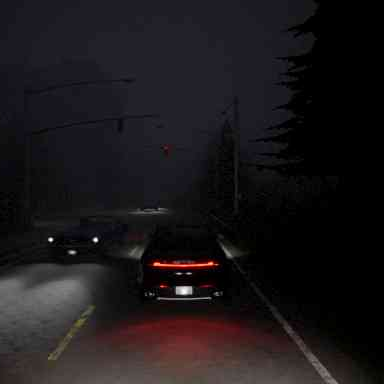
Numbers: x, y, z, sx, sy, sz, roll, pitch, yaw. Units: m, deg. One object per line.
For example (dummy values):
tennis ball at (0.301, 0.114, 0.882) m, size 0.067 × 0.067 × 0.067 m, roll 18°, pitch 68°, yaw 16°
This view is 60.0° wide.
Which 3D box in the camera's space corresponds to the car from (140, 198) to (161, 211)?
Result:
car at (-5.137, 1.526, 40.655) m, size 1.812 × 1.442 × 4.674 m, roll 0°, pitch 0°, yaw -3°

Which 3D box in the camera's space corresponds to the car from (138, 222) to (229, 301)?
car at (-0.218, 1.505, 8.343) m, size 1.837 × 1.490 × 4.892 m, roll 0°, pitch 0°, yaw -2°

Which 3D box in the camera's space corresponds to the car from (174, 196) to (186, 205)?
car at (-2.195, 1.477, 59.464) m, size 1.882 × 1.535 × 5.008 m, roll 0°, pitch 0°, yaw -2°

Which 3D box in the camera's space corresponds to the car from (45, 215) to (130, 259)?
car at (-3.739, 1.601, 12.704) m, size 1.895 × 1.301 × 4.718 m, roll 0°, pitch 0°, yaw 1°
